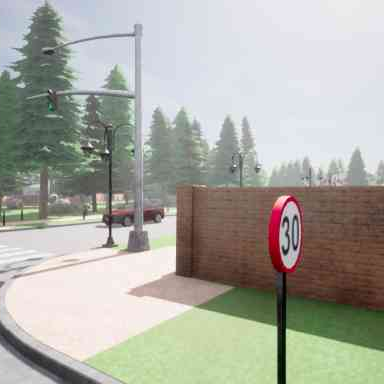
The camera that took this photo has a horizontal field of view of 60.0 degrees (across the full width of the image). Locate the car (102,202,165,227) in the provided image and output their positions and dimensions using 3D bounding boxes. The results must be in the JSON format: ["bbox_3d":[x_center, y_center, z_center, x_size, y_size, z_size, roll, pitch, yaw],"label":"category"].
[{"bbox_3d":[-3.973,1.464,23.129,1.882,1.535,5.008,0,0,35],"label":"car"}]
